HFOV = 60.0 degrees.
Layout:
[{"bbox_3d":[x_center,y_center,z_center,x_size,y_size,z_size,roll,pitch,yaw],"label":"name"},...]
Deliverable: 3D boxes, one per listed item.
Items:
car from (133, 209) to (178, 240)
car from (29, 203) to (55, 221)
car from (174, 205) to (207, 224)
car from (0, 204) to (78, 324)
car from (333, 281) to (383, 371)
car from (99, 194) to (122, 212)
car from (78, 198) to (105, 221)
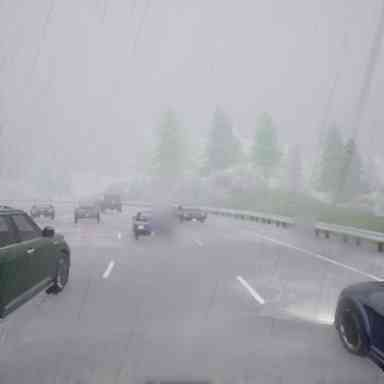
[{"bbox_3d":[-2.122,1.614,17.262,1.895,1.301,4.718,0,0,-11],"label":"car"},{"bbox_3d":[-13.103,1.663,29.254,1.895,1.301,4.718,0,0,-22],"label":"car"},{"bbox_3d":[-0.480,1.610,24.958,1.895,1.301,4.718,0,0,-16],"label":"car"},{"bbox_3d":[-3.840,1.239,5.630,2.150,2.045,5.566,0,0,-4],"label":"car"},{"bbox_3d":[3.216,1.551,3.403,1.994,1.385,4.181,0,0,-3],"label":"car"},{"bbox_3d":[-9.770,1.273,38.609,2.150,2.045,5.566,0,0,-27],"label":"car"},{"bbox_3d":[-8.454,1.534,26.729,2.128,1.511,4.902,0,0,-19],"label":"car"}]
